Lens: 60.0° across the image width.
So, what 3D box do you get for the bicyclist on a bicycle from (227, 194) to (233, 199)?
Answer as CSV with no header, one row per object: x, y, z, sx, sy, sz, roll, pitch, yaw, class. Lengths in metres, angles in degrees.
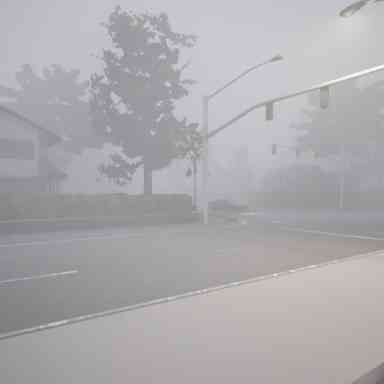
5.885,1.162,51.080,1.656,1.620,0.582,0,0,-36,bicyclist on a bicycle

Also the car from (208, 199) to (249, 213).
3.749,1.448,36.294,2.033,1.411,5.357,0,0,-36,car

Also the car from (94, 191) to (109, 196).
-20.436,0.841,75.241,2.150,2.045,5.566,0,0,-36,car
